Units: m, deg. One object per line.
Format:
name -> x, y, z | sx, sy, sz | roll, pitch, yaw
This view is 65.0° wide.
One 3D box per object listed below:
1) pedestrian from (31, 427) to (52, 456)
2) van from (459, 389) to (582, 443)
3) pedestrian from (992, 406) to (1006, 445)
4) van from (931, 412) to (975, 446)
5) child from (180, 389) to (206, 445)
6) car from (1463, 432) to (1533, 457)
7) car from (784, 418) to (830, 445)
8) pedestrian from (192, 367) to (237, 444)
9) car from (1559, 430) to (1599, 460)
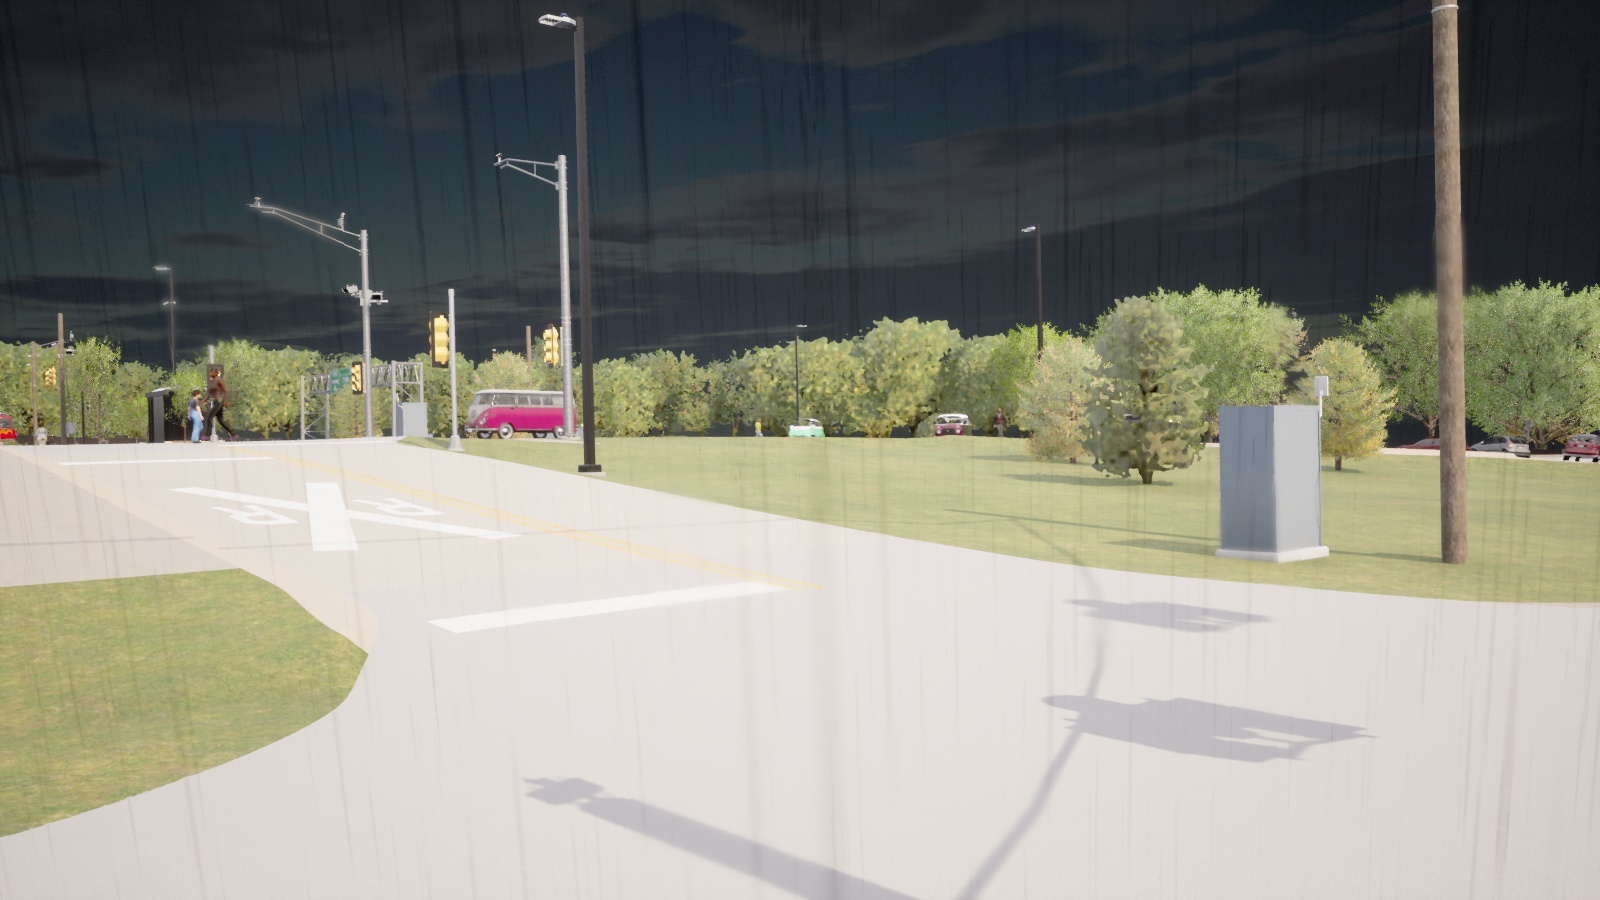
pedestrian -> -49.006, -0.570, 81.117 | 0.900, 1.855, 0.874 | -1, 1, 40
van -> -10.933, -1.311, 49.344 | 1.775, 1.987, 4.442 | -1, 0, 44
pedestrian -> 9.637, -1.192, 60.749 | 0.376, 1.854, 0.720 | -2, 1, -13
van -> 9.677, -1.313, 79.278 | 2.069, 2.038, 4.480 | -2, 0, 16
child -> -14.003, -0.757, 28.980 | 0.270, 1.263, 0.437 | -1, 1, 42
car -> 46.761, -0.371, 84.178 | 1.851, 1.617, 3.988 | 2, 0, -13
car -> 0.376, -0.987, 67.028 | 1.481, 1.376, 2.207 | -1, -1, 31
pedestrian -> -13.958, -1.064, 29.953 | 0.328, 1.805, 0.869 | -1, 1, 44
car -> 44.462, -0.263, 70.978 | 1.789, 1.549, 3.705 | 6, 3, 44
